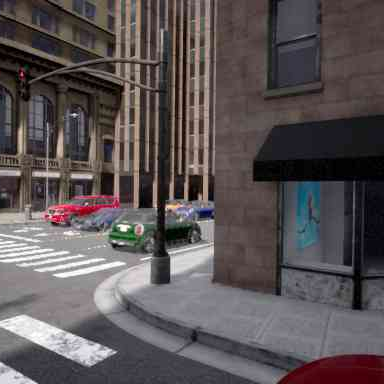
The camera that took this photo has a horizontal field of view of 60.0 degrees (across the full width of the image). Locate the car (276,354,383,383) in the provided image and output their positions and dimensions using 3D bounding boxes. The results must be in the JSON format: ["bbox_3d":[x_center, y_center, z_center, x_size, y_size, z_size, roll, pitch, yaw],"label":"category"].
[{"bbox_3d":[2.411,1.545,1.255,4.507,1.381,1.887,0,1,35],"label":"car"}]

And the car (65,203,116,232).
[{"bbox_3d":[-5.087,1.659,21.595,2.033,1.411,5.357,1,0,35],"label":"car"}]

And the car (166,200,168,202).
[{"bbox_3d":[-1.851,1.504,31.873,2.097,1.767,4.553,1,0,35],"label":"car"}]

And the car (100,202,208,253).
[{"bbox_3d":[-1.507,1.533,15.026,2.097,1.767,4.553,1,0,35],"label":"car"}]

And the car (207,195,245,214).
[{"bbox_3d":[4.232,1.466,40.543,2.150,2.045,5.566,1,0,35],"label":"car"}]

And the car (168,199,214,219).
[{"bbox_3d":[0.347,1.545,29.345,2.097,1.767,4.553,1,0,35],"label":"car"}]

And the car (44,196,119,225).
[{"bbox_3d":[-7.552,1.289,23.734,2.150,2.045,5.566,1,0,35],"label":"car"}]
